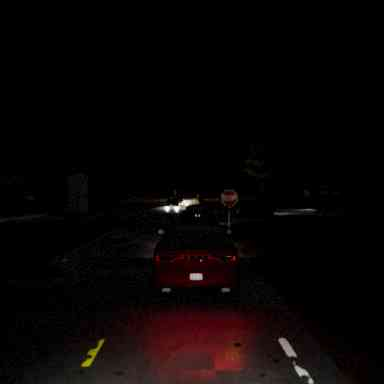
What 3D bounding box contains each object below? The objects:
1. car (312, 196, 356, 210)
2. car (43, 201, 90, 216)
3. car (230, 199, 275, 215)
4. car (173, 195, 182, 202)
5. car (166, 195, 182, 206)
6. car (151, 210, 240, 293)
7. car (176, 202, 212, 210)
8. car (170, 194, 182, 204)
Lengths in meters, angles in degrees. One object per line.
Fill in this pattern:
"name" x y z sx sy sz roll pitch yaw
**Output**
"car" 14.750 1.107 34.556 4.181 1.385 1.994 -1 1 0
"car" -12.964 1.666 34.472 4.674 1.442 1.812 -1 1 0
"car" 5.557 1.384 30.835 4.181 1.385 1.994 -1 1 0
"car" -3.218 1.434 75.267 1.882 1.535 5.008 0 0 0
"car" -3.091 1.548 53.304 1.895 1.301 4.718 0 0 -1
"car" 0.080 1.463 8.845 1.882 1.535 5.008 0 0 0
"car" 0.429 1.475 19.748 1.837 1.490 4.892 0 0 6
"car" -3.146 1.299 64.929 2.097 1.767 4.553 0 0 0
